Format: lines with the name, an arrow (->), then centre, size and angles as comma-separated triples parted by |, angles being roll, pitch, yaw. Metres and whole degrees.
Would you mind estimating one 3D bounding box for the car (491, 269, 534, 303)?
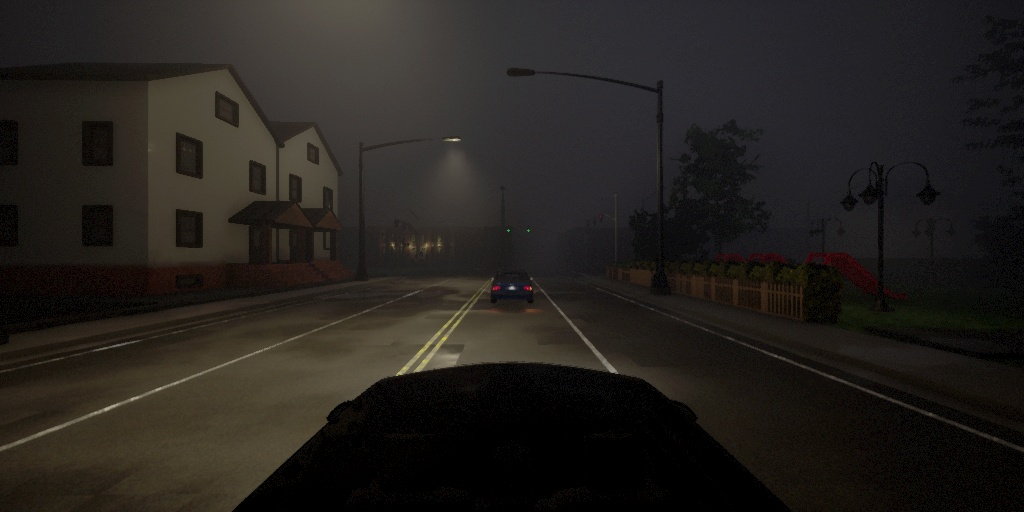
car -> 0.000, 1.312, 16.500 | 2.033, 1.411, 5.357 | 0, 0, 0
